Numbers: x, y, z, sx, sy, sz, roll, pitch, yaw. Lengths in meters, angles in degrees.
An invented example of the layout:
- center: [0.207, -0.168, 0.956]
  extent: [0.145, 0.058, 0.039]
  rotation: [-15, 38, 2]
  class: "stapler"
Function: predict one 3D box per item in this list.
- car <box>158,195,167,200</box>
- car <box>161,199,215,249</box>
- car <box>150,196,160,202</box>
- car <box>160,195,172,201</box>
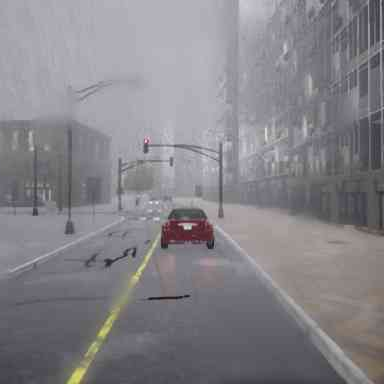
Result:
- center: [-7.785, 1.402, 87.671]
  extent: [1.895, 1.301, 4.718]
  rotation: [0, 0, -11]
  class: "car"
- center: [-0.225, 1.368, 14.687]
  extent: [2.097, 1.767, 4.553]
  rotation: [0, 0, -2]
  class: "car"
- center: [-8.941, 1.564, 77.968]
  extent: [1.895, 1.301, 4.718]
  rotation: [0, 0, -9]
  class: "car"
- center: [-5.557, 1.348, 74.079]
  extent: [1.882, 1.535, 5.008]
  rotation: [0, 0, -9]
  class: "car"
